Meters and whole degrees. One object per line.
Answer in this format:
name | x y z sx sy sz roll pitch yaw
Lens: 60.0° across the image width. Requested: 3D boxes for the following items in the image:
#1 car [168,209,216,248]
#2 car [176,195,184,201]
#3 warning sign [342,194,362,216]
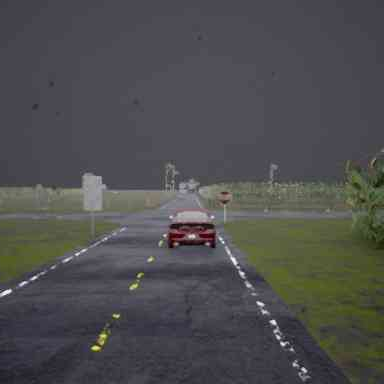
car | 0.000 1.479 14.652 1.882 1.535 5.008 0 0 0
car | -2.750 1.446 79.659 2.033 1.411 5.357 0 0 0
warning sign | 14.063 1.114 29.353 1.060 1.860 1.300 0 1 -6
